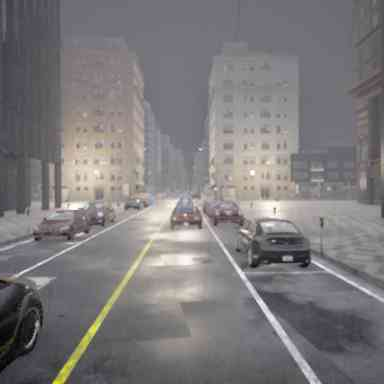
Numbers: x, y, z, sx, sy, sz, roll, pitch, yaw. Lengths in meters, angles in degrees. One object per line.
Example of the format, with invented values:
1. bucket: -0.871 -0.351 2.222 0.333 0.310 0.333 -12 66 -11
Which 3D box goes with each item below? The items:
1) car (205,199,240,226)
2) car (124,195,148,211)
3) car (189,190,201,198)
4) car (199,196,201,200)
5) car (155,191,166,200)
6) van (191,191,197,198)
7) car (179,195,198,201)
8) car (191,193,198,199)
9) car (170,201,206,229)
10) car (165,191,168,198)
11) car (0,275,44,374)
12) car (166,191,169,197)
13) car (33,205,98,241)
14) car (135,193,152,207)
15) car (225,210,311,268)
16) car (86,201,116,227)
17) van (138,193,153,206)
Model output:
1. car: 2.189 1.320 22.131 1.967 1.590 4.097 0 0 -1
2. car: -6.716 1.398 38.879 1.947 1.339 4.313 0 0 -1
3. car: 0.946 0.839 77.328 2.192 1.841 5.009 0 0 -1
4. car: 1.936 1.365 33.407 1.887 1.381 4.507 0 0 -1
5. car: -7.574 1.093 76.995 1.752 1.417 4.829 0 0 -1
6. van: 0.563 0.730 94.294 1.690 1.788 3.998 0 0 -1
7. car: -0.713 1.369 35.524 2.033 1.411 5.357 0 0 -1
8. car: 0.691 0.979 88.640 1.887 1.381 4.507 0 0 -1
9. car: -0.360 1.501 20.806 1.895 1.301 4.718 0 0 -1
10. car: -7.705 1.088 82.820 1.947 1.339 4.313 0 0 -1
11. car: -3.151 1.564 3.217 1.994 1.385 4.181 0 0 -1
12. car: -7.829 1.003 88.302 1.752 1.417 4.829 0 0 -1
13. car: -6.207 1.534 16.325 1.802 1.307 4.206 0 0 -1
14. car: -6.844 1.117 44.516 2.192 1.841 5.009 0 0 -1
15. car: 2.444 1.489 10.856 2.008 1.369 4.403 0 0 -1
16. car: -6.335 1.363 21.964 1.967 1.590 4.097 0 0 -1
17. van: -6.971 1.111 50.156 1.690 1.788 3.998 0 0 -1
